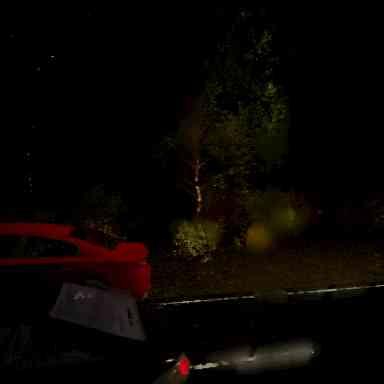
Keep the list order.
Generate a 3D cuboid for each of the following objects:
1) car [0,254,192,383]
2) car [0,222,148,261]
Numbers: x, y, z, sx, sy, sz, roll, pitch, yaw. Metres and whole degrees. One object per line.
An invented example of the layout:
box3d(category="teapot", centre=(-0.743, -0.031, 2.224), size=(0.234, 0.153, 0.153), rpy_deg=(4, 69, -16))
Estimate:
box3d(category="car", centre=(-2.082, 1.528, 2.837), size=(4.181, 1.385, 1.994), rpy_deg=(0, 0, -15))
box3d(category="car", centre=(-3.261, 1.304, 6.098), size=(5.008, 1.535, 1.882), rpy_deg=(4, 1, -12))
